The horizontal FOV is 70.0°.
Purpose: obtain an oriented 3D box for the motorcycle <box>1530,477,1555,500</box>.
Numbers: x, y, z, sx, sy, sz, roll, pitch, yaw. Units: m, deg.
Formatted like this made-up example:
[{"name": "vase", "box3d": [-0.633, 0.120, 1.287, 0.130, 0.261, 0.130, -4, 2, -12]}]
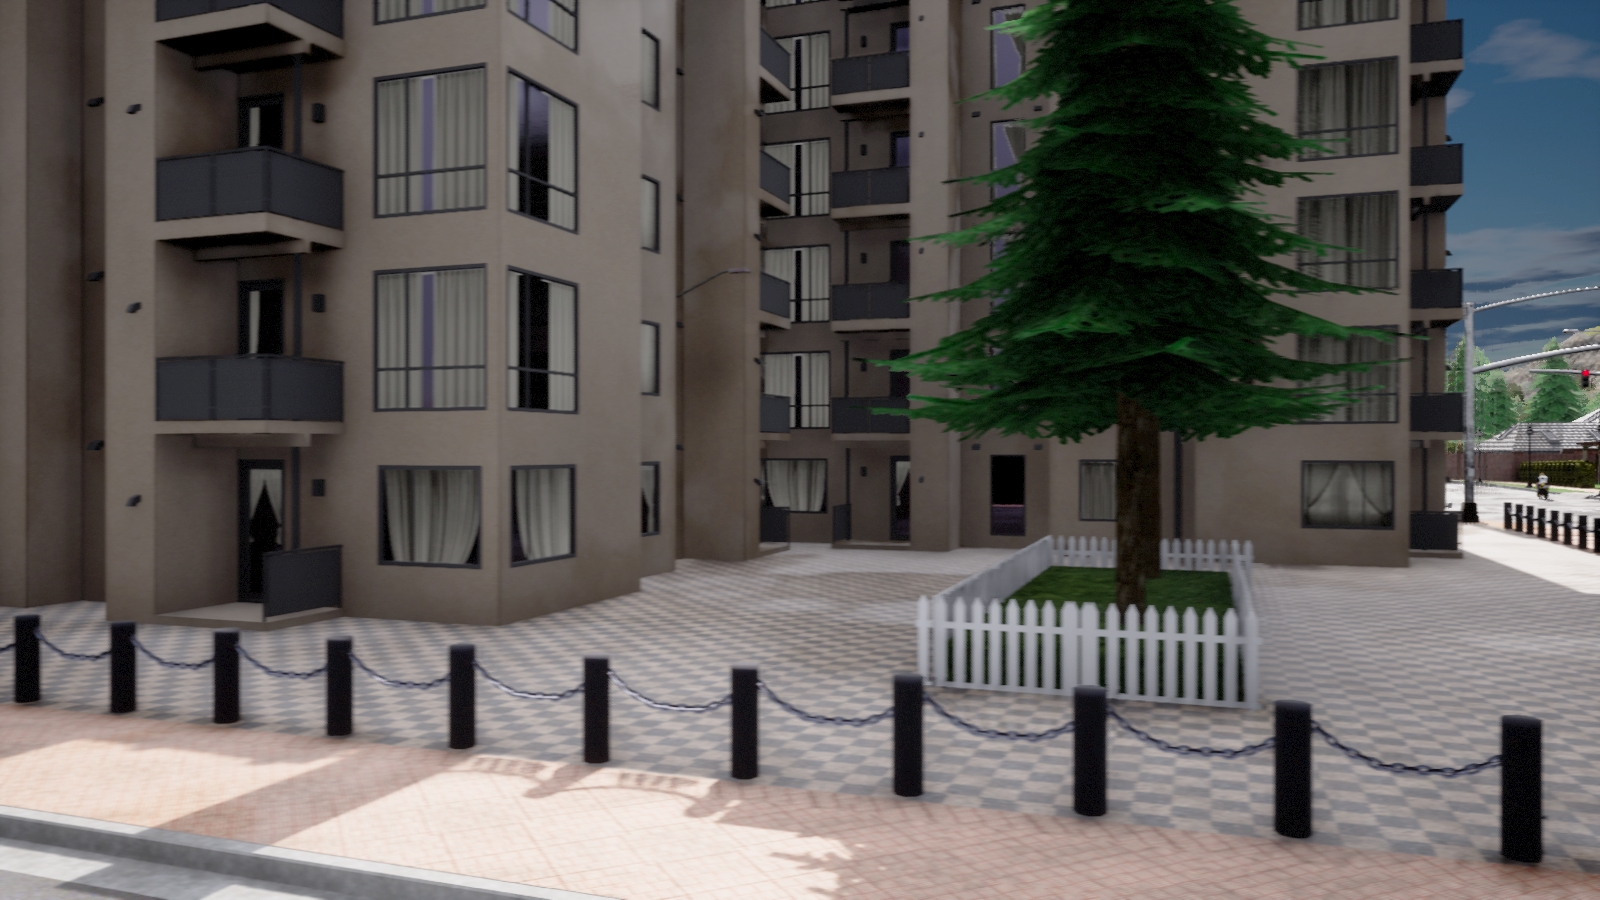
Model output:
[{"name": "motorcycle", "box3d": [41.646, 2.143, 64.096, 0.803, 1.217, 2.033, 0, 0, 21]}]
